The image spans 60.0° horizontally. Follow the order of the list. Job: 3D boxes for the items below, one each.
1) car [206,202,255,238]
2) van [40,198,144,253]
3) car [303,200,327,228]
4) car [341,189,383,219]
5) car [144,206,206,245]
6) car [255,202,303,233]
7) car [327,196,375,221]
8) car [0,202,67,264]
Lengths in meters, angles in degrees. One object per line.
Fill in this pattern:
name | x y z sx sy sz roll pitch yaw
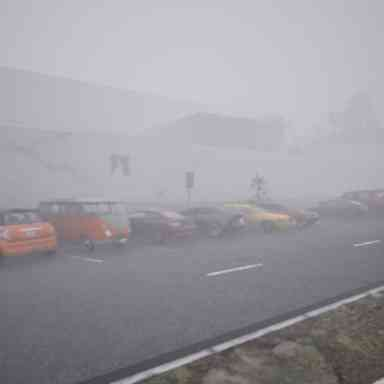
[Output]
car | 0.412 1.428 16.937 4.792 1.488 2.163 -1 0 35
van | -4.322 1.234 13.403 4.442 1.987 1.878 -1 -1 35
car | 5.327 1.340 20.373 4.792 1.488 2.163 -1 0 35
car | 12.560 0.901 25.596 5.566 2.045 2.435 -1 0 35
car | -1.990 1.470 15.187 4.674 1.452 2.002 -1 0 35
car | 3.027 1.349 18.556 5.366 1.575 1.946 -1 0 35
car | 10.164 1.247 23.848 4.674 1.452 2.002 -1 0 35
car | -6.832 1.360 11.710 4.553 1.767 2.185 -1 0 34
